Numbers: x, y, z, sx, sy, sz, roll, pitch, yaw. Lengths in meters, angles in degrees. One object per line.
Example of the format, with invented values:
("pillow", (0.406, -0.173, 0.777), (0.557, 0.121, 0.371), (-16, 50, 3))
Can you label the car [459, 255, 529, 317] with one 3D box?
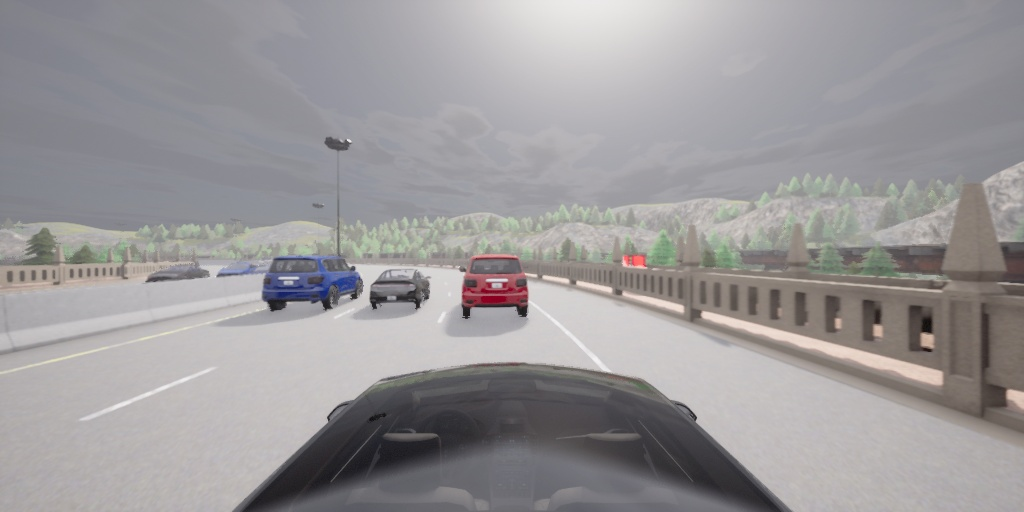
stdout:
("car", (-0.762, 0.978, 13.380), (2.150, 2.045, 5.566), (0, 0, -7))

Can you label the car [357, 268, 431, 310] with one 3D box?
("car", (-4.527, 1.264, 15.003), (2.128, 1.511, 4.902), (0, 0, -7))

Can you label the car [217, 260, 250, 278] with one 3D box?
("car", (-22.462, 1.326, 29.706), (1.882, 1.535, 5.008), (0, 0, -19))

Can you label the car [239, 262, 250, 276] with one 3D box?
("car", (-17.727, 1.354, 26.230), (1.812, 1.442, 4.674), (0, 0, -17))

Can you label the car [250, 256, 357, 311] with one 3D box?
("car", (-7.991, 1.007, 14.915), (2.150, 2.045, 5.566), (0, 0, -8))

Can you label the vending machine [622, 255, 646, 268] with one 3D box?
("vending machine", (6.466, 0.925, 19.057), (1.100, 2.100, 0.880), (0, 0, -9))

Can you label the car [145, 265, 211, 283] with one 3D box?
("car", (-25.399, 1.407, 27.592), (2.033, 1.411, 5.357), (0, 0, -18))
